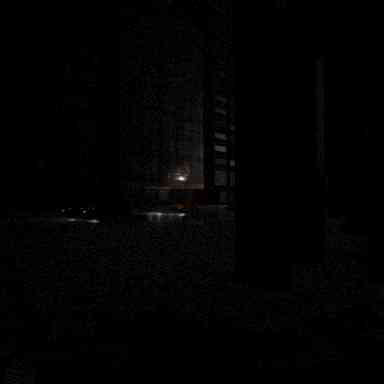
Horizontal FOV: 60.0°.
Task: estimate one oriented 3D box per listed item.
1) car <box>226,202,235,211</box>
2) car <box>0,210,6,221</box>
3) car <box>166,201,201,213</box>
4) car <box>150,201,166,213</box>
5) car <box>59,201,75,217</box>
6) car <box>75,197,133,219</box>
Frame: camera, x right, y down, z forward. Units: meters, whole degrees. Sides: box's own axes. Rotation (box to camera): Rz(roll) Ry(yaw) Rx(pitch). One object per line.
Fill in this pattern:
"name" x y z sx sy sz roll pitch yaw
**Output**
"car" 6.979 2.148 48.986 2.033 1.411 5.357 0 -1 36
"car" -15.588 1.680 23.341 1.812 1.442 4.674 0 -1 33
"car" -0.796 1.974 43.999 1.882 1.535 5.008 0 -1 36
"car" -3.699 2.007 45.534 1.837 1.490 4.892 0 -1 36
"car" -11.145 1.554 35.240 2.150 2.045 5.566 0 -1 36
"car" -8.452 1.544 33.418 2.150 2.045 5.566 0 -1 36
